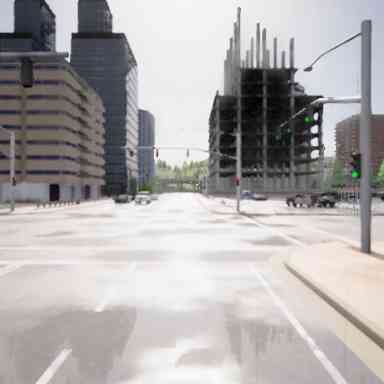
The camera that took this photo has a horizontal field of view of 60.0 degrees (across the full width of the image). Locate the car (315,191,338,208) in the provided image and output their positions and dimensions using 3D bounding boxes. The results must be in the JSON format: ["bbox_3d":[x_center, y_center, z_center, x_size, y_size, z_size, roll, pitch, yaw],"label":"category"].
[{"bbox_3d":[16.020,0.957,41.276,1.905,1.878,3.866,0,0,0],"label":"car"}]

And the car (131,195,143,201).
[{"bbox_3d":[-11.626,1.252,70.579,1.895,1.301,4.718,0,0,0],"label":"car"}]

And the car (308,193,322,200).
[{"bbox_3d":[27.279,1.008,73.883,1.784,1.438,3.905,0,0,0],"label":"car"}]

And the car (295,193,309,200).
[{"bbox_3d":[24.384,1.040,73.874,1.970,1.475,3.806,0,0,0],"label":"car"}]

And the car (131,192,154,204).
[{"bbox_3d":[-8.070,0.955,55.147,2.150,2.045,5.566,0,1,0],"label":"car"}]

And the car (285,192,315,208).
[{"bbox_3d":[13.126,0.954,41.321,1.932,1.855,4.605,0,0,0],"label":"car"}]

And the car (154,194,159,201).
[{"bbox_3d":[-8.128,1.194,70.857,2.033,1.411,5.357,0,0,0],"label":"car"}]

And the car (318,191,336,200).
[{"bbox_3d":[29.962,0.797,73.941,1.932,1.855,4.605,0,0,0],"label":"car"}]

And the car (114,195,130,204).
[{"bbox_3d":[-11.567,1.213,55.124,1.882,1.535,5.008,0,0,0],"label":"car"}]

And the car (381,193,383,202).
[{"bbox_3d":[35.564,0.869,58.899,1.932,1.855,4.605,0,0,0],"label":"car"}]

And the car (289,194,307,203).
[{"bbox_3d":[18.667,1.112,58.753,1.970,1.475,3.806,0,0,0],"label":"car"}]
